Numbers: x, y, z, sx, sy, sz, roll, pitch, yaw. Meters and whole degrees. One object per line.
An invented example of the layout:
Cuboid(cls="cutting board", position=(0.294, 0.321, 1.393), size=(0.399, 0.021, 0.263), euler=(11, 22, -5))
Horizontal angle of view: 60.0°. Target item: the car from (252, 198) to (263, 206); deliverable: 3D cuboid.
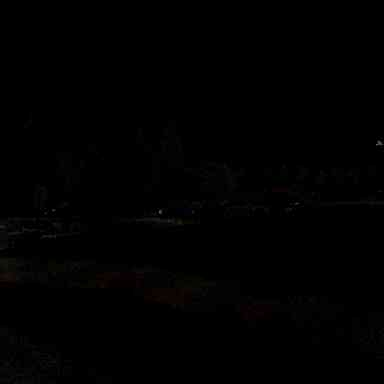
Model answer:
Cuboid(cls="car", position=(11.537, 1.583, 53.943), size=(1.895, 1.301, 4.718), euler=(0, 0, 36))

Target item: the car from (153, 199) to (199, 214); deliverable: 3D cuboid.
Cuboid(cls="car", position=(-1.616, 1.529, 36.151), size=(2.033, 1.411, 5.357), euler=(0, 0, 36))

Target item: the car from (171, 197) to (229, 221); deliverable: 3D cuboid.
Cuboid(cls="car", position=(0.797, 1.465, 27.602), size=(1.882, 1.535, 5.008), euler=(0, 0, 36))

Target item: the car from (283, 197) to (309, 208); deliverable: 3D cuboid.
Cuboid(cls="car", position=(14.874, 1.494, 46.719), size=(1.837, 1.490, 4.892), euler=(0, 0, 37))

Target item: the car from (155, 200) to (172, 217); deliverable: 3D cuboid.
Cuboid(cls="car", position=(-1.293, 1.476, 30.670), size=(2.128, 1.511, 4.902), euler=(0, 0, 36))

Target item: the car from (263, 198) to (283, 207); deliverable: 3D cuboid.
Cuboid(cls="car", position=(12.978, 1.586, 50.031), size=(1.895, 1.301, 4.718), euler=(0, 0, 37))

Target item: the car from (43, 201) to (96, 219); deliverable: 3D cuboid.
Cuboid(cls="car", position=(-10.791, 1.505, 29.551), size=(1.812, 1.442, 4.674), euler=(0, 0, 36))

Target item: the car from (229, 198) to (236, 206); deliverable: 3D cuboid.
Cuboid(cls="car", position=(4.729, 1.527, 50.675), size=(2.033, 1.411, 5.357), euler=(0, 0, 37))
